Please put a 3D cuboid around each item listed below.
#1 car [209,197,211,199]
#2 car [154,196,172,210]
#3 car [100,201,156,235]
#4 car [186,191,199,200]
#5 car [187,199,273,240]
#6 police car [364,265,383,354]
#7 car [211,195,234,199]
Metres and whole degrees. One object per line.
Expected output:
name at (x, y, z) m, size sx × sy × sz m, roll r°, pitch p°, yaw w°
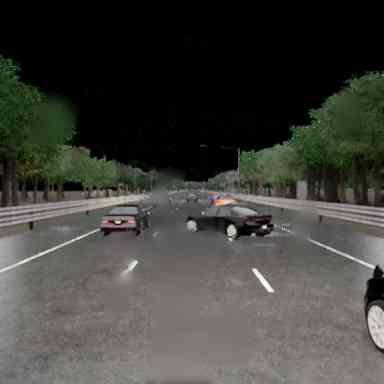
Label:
car at (3.509, 1.123, 46.990) m, size 1.882 × 1.535 × 5.008 m, roll 0°, pitch 0°, yaw 0°
car at (-3.394, 1.200, 38.573) m, size 2.128 × 1.511 × 4.902 m, roll 0°, pitch 0°, yaw 0°
car at (-3.398, 1.414, 17.769) m, size 2.033 × 1.411 × 5.357 m, roll 0°, pitch 0°, yaw 0°
car at (0.033, 1.070, 57.713) m, size 1.837 × 1.490 × 4.892 m, roll 0°, pitch 1°, yaw 0°
car at (1.680, 1.355, 16.405) m, size 1.882 × 1.535 × 5.008 m, roll 0°, pitch 1°, yaw -36°
police car at (3.500, 1.401, 3.101) m, size 1.930 × 1.638 × 5.238 m, roll 0°, pitch 0°, yaw 0°
car at (3.507, 1.081, 35.959) m, size 2.097 × 1.767 × 4.553 m, roll 0°, pitch 0°, yaw 0°
